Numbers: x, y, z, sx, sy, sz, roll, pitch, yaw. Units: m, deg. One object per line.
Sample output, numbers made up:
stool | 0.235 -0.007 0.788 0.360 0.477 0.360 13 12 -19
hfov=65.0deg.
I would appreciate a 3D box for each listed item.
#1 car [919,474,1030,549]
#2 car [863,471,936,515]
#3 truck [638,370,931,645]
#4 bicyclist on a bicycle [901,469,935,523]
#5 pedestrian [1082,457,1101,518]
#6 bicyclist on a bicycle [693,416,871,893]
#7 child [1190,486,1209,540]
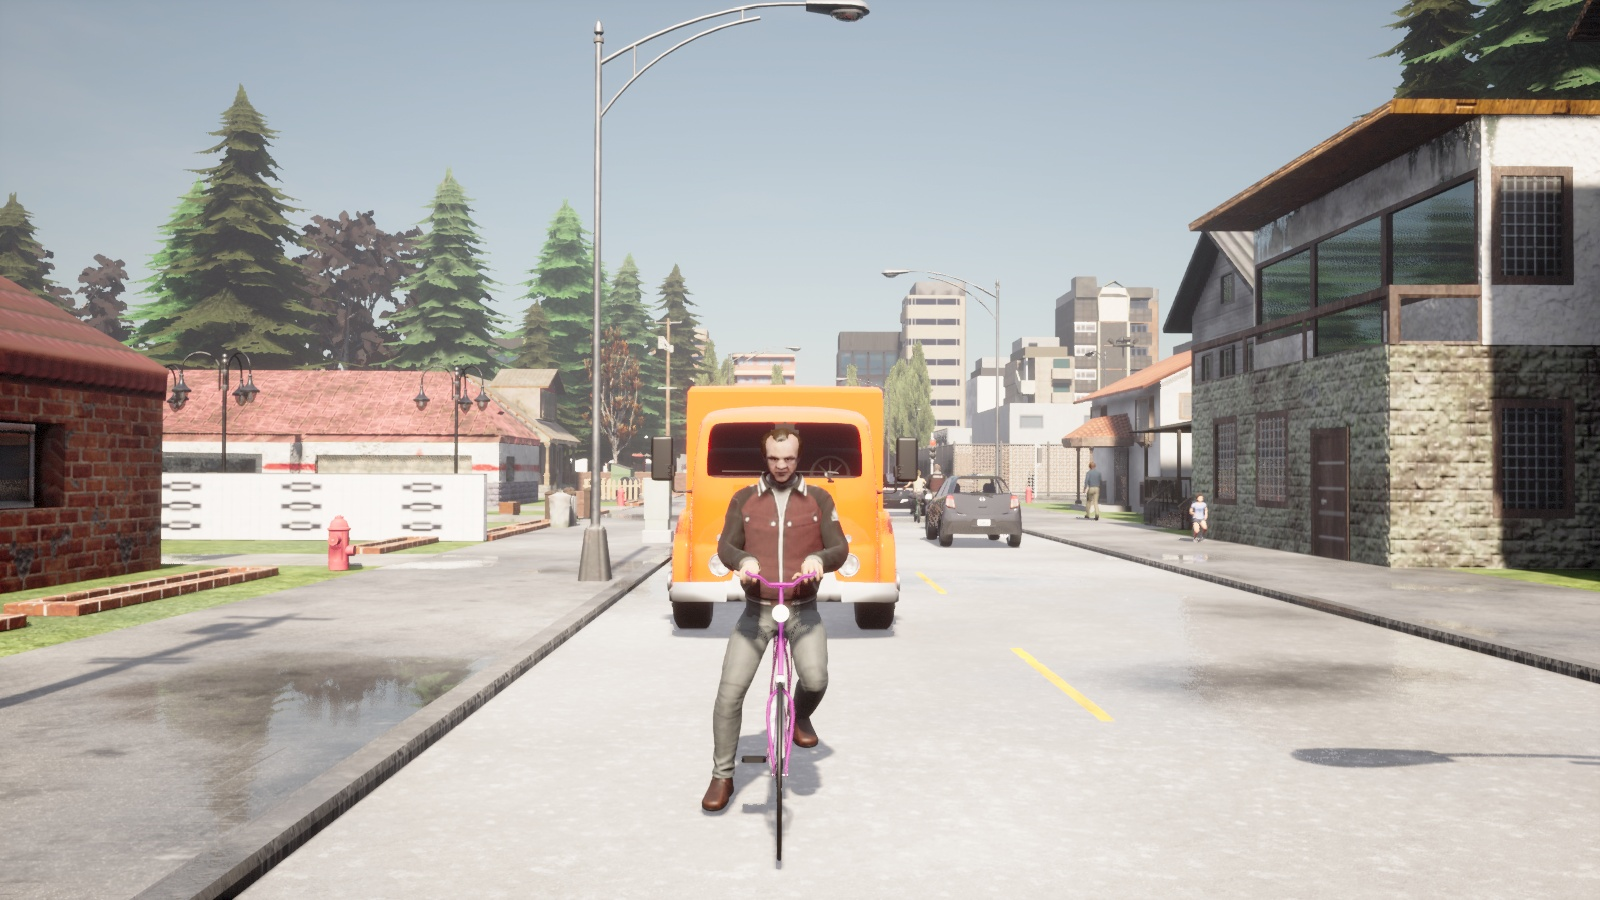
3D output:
car | 3.697 1.269 27.173 1.845 1.501 3.633 0 -1 -1
car | 3.519 1.516 45.323 2.128 1.511 4.902 0 -1 -1
truck | -0.168 0.562 13.922 2.627 2.467 5.204 0 -1 -1
bicyclist on a bicycle | 3.580 1.378 38.293 0.866 1.612 1.509 0 -1 -1
pedestrian | 8.851 1.127 38.113 0.370 1.835 0.726 0 -1 -2
bicyclist on a bicycle | -0.079 0.780 5.614 0.659 1.776 1.843 0 -1 -1
child | 8.329 1.309 26.161 0.255 1.110 0.394 0 -1 0
